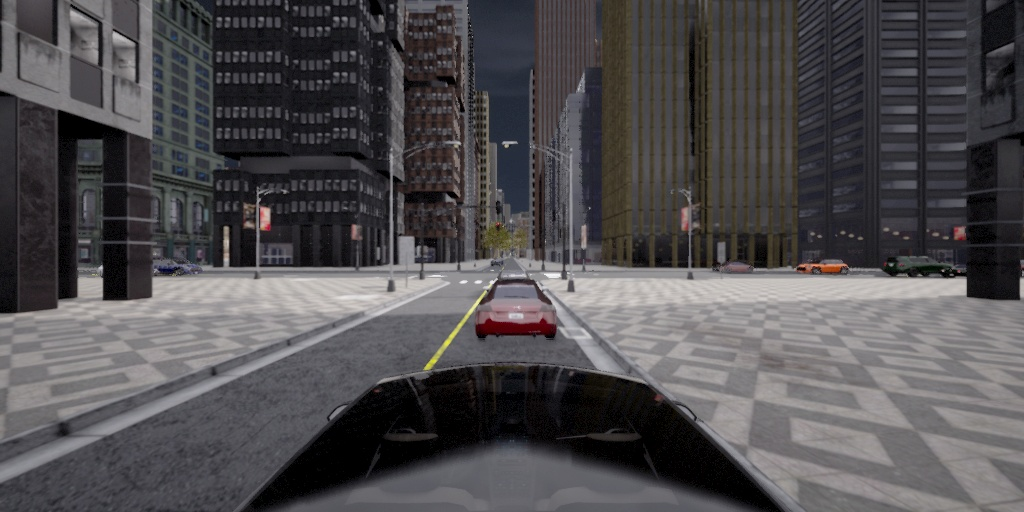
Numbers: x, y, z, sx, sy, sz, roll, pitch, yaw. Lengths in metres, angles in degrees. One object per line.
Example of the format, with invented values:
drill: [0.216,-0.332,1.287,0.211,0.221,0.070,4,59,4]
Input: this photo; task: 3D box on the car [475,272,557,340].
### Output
car: [0.099,1.318,10.044,1.994,1.385,4.181,0,0,0]

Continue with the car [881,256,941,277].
car: [40.672,1.043,35.904,5.566,2.045,2.150,0,0,0]

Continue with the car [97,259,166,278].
car: [-35.216,1.281,32.929,4.674,1.442,1.812,0,0,0]

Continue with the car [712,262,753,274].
car: [26.181,1.355,42.602,4.181,1.385,1.994,0,0,0]

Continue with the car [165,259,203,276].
car: [-34.064,1.103,36.175,4.553,1.767,2.097,0,0,0]

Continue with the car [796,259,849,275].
car: [33.909,1.159,39.310,4.553,1.767,2.097,0,0,0]

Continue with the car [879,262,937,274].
car: [46.770,1.430,42.420,4.718,1.301,1.895,0,0,0]

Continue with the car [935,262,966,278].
car: [42.268,1.429,32.636,4.718,1.301,1.895,0,0,1]

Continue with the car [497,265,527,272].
car: [0.068,1.359,18.909,1.895,1.301,4.718,0,0,-1]

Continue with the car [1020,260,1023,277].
car: [51.328,1.189,35.900,4.553,1.767,2.097,0,0,0]
